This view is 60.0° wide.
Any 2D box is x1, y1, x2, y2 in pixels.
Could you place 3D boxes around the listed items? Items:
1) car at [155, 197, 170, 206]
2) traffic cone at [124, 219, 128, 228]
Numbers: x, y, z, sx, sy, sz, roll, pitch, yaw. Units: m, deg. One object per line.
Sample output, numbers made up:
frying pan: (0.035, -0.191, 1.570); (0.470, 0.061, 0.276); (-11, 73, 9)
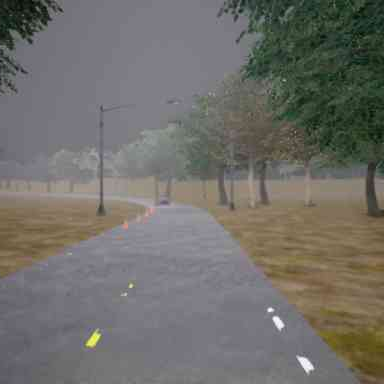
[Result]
car: (-4.711, 1.446, 52.833); (2.033, 1.411, 5.357); (-1, 1, -13)
traffic cone: (-4.206, 2.006, 21.150); (0.340, 0.580, 0.340); (0, 0, 0)
